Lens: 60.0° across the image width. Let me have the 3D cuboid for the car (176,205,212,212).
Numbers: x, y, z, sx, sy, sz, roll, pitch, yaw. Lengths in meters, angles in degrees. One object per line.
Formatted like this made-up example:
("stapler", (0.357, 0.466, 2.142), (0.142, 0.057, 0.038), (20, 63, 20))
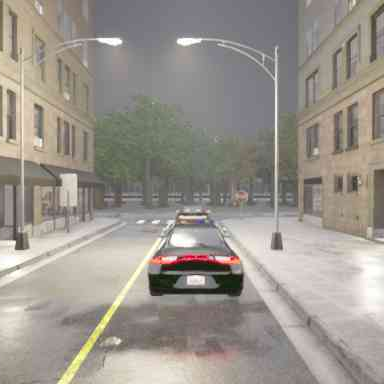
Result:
("car", (0.096, 1.489, 19.446), (2.128, 1.511, 4.902), (0, 0, 2))

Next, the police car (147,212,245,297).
("police car", (0.075, 1.500, 8.688), (2.038, 1.542, 4.974), (0, 0, 0))
